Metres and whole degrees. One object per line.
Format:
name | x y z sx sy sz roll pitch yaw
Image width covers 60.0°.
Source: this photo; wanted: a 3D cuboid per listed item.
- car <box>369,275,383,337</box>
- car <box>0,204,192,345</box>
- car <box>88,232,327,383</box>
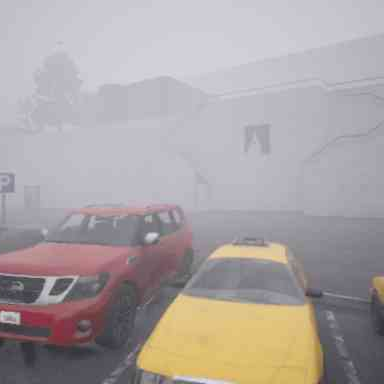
car | 3.377 1.481 3.602 1.946 1.575 5.366 0 -1 16
car | -1.554 1.288 6.883 2.435 2.045 5.566 0 -1 16
car | 0.843 1.502 4.984 1.946 1.575 5.366 0 -1 16
